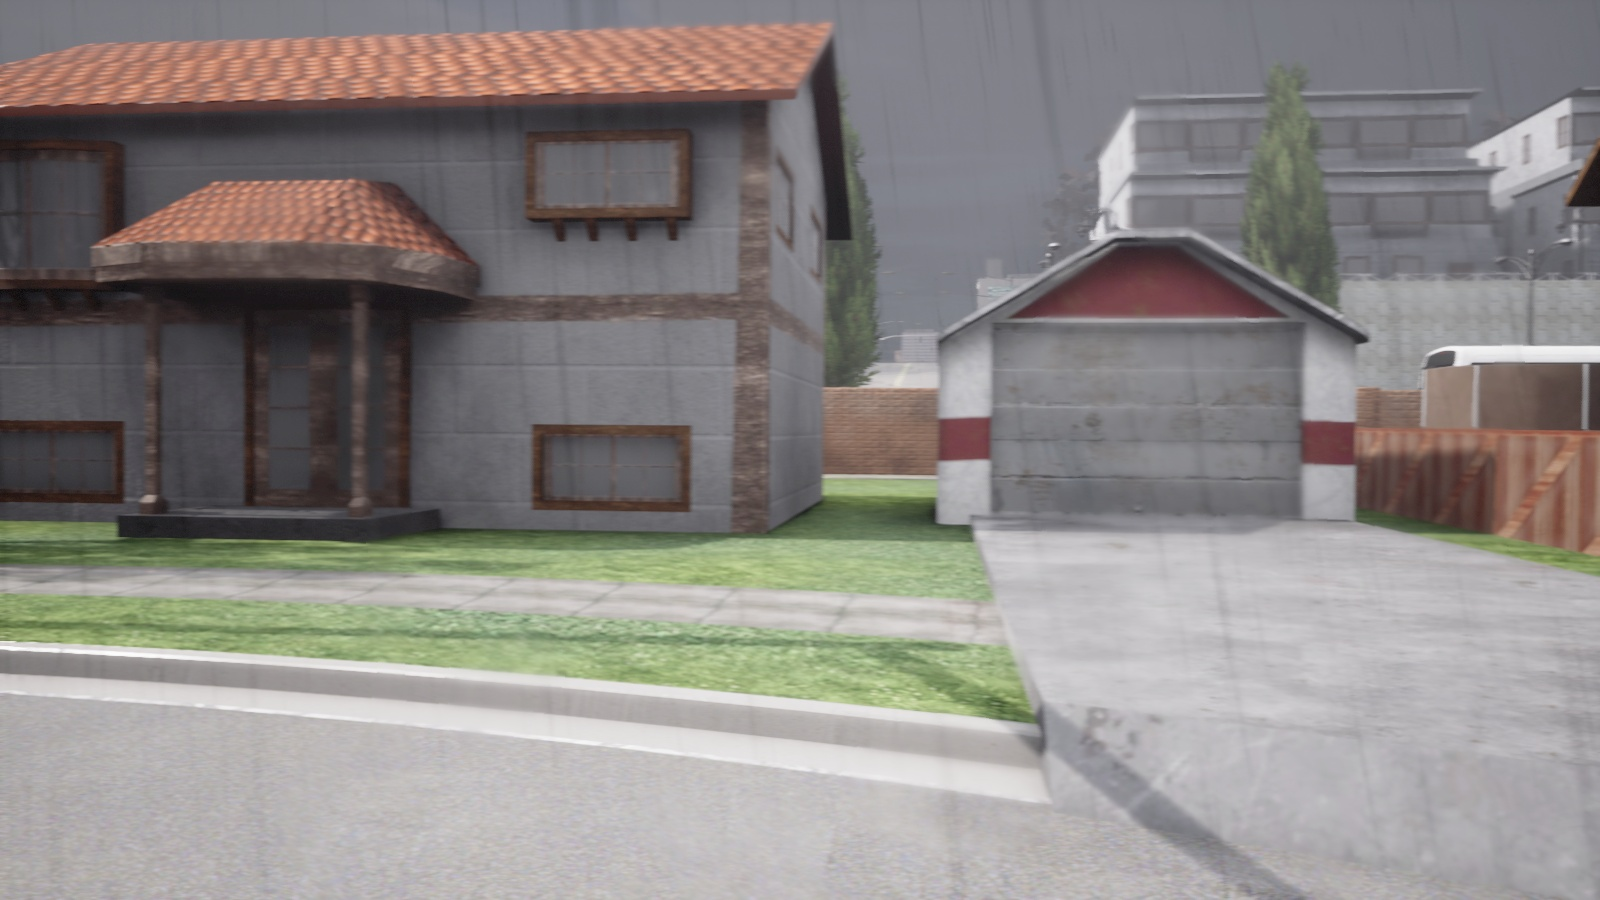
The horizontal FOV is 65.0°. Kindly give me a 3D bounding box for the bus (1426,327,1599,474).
[{"bbox_3d":[25.309,-1.497,38.402,10.273,4.253,3.944,0,1,7],"label":"bus"}]
